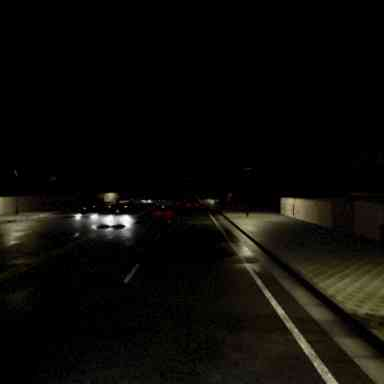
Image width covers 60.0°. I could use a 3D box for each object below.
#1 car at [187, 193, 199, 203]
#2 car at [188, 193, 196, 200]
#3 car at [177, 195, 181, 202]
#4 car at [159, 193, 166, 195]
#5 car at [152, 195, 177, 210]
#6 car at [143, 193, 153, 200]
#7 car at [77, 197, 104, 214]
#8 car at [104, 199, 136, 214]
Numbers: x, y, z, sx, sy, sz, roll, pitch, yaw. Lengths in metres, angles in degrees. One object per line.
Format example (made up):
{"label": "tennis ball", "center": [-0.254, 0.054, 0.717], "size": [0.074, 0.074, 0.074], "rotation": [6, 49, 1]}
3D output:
{"label": "car", "center": [0.120, 1.112, 57.224], "size": [2.128, 1.511, 4.902], "rotation": [0, 0, 0]}
{"label": "car", "center": [0.028, 1.012, 78.749], "size": [1.812, 1.442, 4.674], "rotation": [0, 0, 0]}
{"label": "car", "center": [-3.127, 1.181, 63.811], "size": [1.895, 1.301, 4.718], "rotation": [0, 0, 0]}
{"label": "car", "center": [-6.473, 0.982, 73.104], "size": [1.837, 1.490, 4.892], "rotation": [0, 0, 0]}
{"label": "car", "center": [-3.137, 1.337, 38.654], "size": [1.895, 1.301, 4.718], "rotation": [0, 0, 0]}
{"label": "car", "center": [-9.723, 1.001, 73.522], "size": [2.128, 1.511, 4.902], "rotation": [0, 0, 0]}
{"label": "car", "center": [-9.829, 1.279, 32.887], "size": [1.837, 1.490, 4.892], "rotation": [0, 0, 0]}
{"label": "car", "center": [-6.583, 1.383, 31.615], "size": [1.895, 1.301, 4.718], "rotation": [0, 0, 0]}
